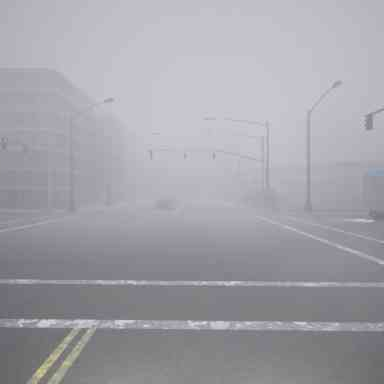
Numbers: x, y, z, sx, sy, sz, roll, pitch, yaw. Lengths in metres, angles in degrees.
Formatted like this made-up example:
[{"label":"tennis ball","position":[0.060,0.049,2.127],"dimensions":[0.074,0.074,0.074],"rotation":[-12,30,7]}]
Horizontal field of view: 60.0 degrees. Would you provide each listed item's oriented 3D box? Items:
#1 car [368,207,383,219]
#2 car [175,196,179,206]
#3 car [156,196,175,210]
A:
[{"label":"car","position":[16.404,1.564,26.446],"dimensions":[4.181,1.385,1.994],"rotation":[0,0,0]},{"label":"car","position":[-3.588,1.478,53.804],"dimensions":[1.882,1.535,5.008],"rotation":[0,0,0]},{"label":"car","position":[-3.597,1.478,43.472],"dimensions":[1.882,1.535,5.008],"rotation":[0,0,0]}]
